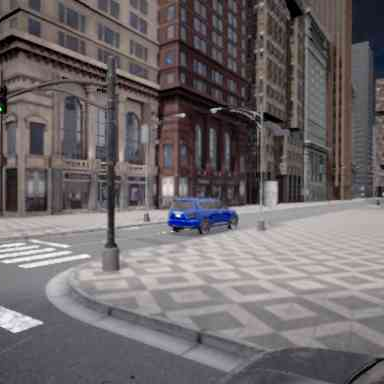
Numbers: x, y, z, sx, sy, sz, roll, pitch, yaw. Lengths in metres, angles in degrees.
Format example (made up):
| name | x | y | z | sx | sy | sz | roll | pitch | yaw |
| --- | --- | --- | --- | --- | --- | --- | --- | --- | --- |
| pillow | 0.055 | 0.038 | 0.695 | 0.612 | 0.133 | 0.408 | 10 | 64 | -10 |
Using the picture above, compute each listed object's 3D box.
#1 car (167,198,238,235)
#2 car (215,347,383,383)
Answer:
| name | x | y | z | sx | sy | sz | roll | pitch | yaw |
| --- | --- | --- | --- | --- | --- | --- | --- | --- | --- |
| car | 0.786 | 1.413 | 20.560 | 2.150 | 2.045 | 5.566 | 1 | 0 | 35 |
| car | 1.972 | 1.545 | 1.542 | 4.403 | 1.369 | 2.008 | 0 | 1 | 36 |
